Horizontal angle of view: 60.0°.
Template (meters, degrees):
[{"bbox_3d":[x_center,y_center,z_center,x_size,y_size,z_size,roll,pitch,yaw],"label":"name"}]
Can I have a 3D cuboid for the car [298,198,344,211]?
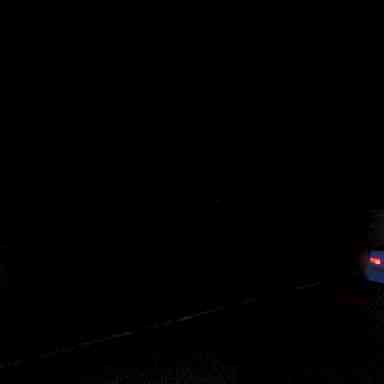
[{"bbox_3d":[15.230,1.434,39.687,2.033,1.411,5.357,0,0,-38],"label":"car"}]

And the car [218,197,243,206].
[{"bbox_3d":[5.915,1.452,51.787,1.994,1.385,4.181,0,0,-38],"label":"car"}]

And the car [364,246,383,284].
[{"bbox_3d":[6.369,1.535,8.149,5.357,1.411,2.033,0,0,-35],"label":"car"}]
